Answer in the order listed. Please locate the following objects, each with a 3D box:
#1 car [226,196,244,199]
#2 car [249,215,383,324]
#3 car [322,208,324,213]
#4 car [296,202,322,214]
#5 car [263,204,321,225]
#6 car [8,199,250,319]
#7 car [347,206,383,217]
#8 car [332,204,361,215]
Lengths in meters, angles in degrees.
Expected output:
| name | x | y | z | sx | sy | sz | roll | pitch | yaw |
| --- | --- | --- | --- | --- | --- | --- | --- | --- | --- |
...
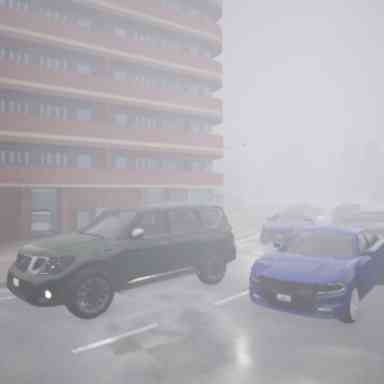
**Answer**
| name | x | y | z | sx | sy | sz | roll | pitch | yaw |
| --- | --- | --- | --- | --- | --- | --- | --- | --- | --- |
| car | 8.113 | 1.750 | 65.671 | 2.150 | 2.045 | 5.566 | 0 | -1 | -31 |
| car | 3.114 | 1.525 | 7.597 | 1.882 | 1.535 | 5.008 | -1 | -1 | 39 |
| car | 12.641 | 1.780 | 36.961 | 2.033 | 1.411 | 5.357 | 0 | -1 | -5 |
| car | 8.897 | 1.728 | 27.670 | 2.033 | 1.411 | 5.357 | -1 | -1 | 8 |
| car | 4.787 | 1.587 | 16.019 | 1.882 | 1.535 | 5.008 | -1 | -1 | 28 |
| car | -1.238 | 1.310 | 8.040 | 5.566 | 2.045 | 2.150 | 0 | -1 | -43 |
| car | 8.225 | 1.598 | 15.107 | 1.812 | 1.442 | 4.674 | -1 | -1 | 27 |
| car | 11.676 | 1.620 | 24.508 | 2.128 | 1.511 | 4.902 | -1 | -1 | 12 |
